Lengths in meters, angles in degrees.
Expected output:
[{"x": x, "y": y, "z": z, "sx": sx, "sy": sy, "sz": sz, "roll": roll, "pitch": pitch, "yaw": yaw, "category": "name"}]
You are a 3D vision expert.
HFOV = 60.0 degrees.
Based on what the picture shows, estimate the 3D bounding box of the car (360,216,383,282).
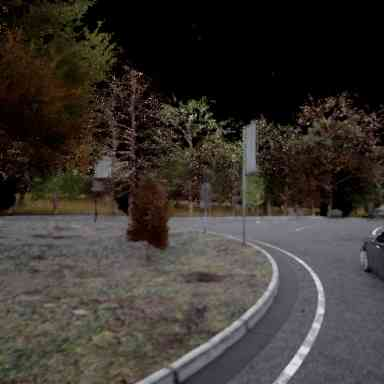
[{"x": 5.536, "y": 1.610, "z": 8.144, "sx": 1.837, "sy": 1.490, "sz": 4.892, "roll": 1, "pitch": 0, "yaw": 16, "category": "car"}]

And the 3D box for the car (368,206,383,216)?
[{"x": 21.466, "y": 2.306, "z": 36.770, "sx": 4.892, "sy": 1.490, "sz": 1.837, "roll": 4, "pitch": -2, "yaw": -32, "category": "car"}]
